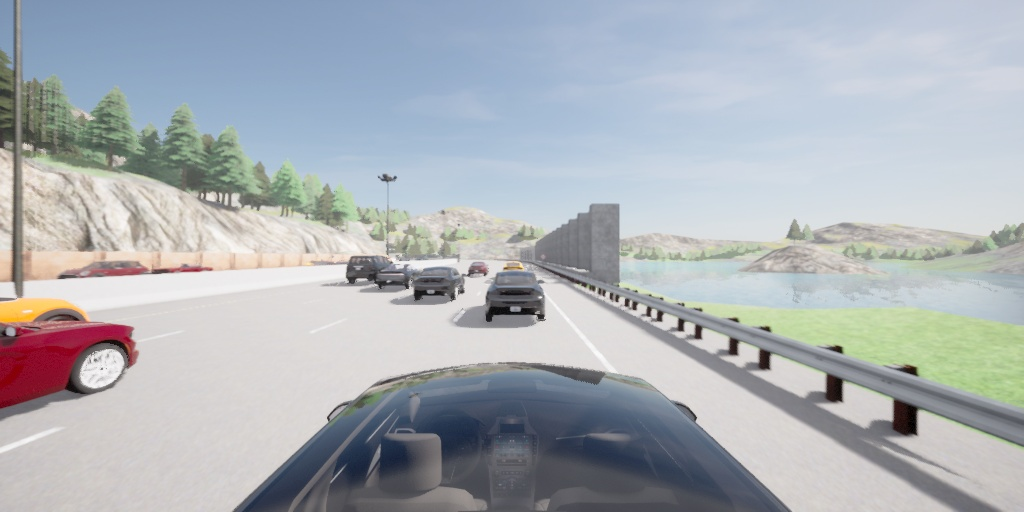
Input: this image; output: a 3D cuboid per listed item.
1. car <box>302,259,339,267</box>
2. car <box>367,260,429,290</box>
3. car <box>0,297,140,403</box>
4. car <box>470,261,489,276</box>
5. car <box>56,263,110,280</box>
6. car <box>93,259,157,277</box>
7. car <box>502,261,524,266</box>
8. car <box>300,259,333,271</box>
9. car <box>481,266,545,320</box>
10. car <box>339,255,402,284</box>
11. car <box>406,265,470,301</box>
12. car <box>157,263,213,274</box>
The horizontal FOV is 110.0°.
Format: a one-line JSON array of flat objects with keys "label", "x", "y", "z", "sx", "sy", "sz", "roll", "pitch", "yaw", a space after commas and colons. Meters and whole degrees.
[{"label": "car", "x": -21.032, "y": 1.276, "z": 39.872, "sx": 1.812, "sy": 1.442, "sz": 4.674, "roll": 0, "pitch": 0, "yaw": 1}, {"label": "car", "x": -6.904, "y": 1.242, "z": 22.567, "sx": 2.128, "sy": 1.511, "sz": 4.902, "roll": 0, "pitch": 0, "yaw": 0}, {"label": "car", "x": -6.899, "y": 1.227, "z": 3.629, "sx": 1.882, "sy": 1.535, "sz": 5.008, "roll": 0, "pitch": 0, "yaw": 0}, {"label": "car", "x": -3.382, "y": 1.277, "z": 36.670, "sx": 1.812, "sy": 1.442, "sz": 4.674, "roll": 0, "pitch": 0, "yaw": 0}, {"label": "car", "x": -10.401, "y": 1.102, "z": 6.016, "sx": 2.097, "sy": 1.767, "sz": 4.553, "roll": 0, "pitch": 0, "yaw": 0}, {"label": "car", "x": -28.098, "y": 1.101, "z": 24.847, "sx": 2.097, "sy": 1.767, "sz": 4.553, "roll": 0, "pitch": 0, "yaw": 0}, {"label": "car", "x": 0.097, "y": 1.229, "z": 32.441, "sx": 1.882, "sy": 1.535, "sz": 5.008, "roll": 0, "pitch": 0, "yaw": 0}, {"label": "car", "x": -27.758, "y": 1.229, "z": 51.140, "sx": 1.882, "sy": 1.535, "sz": 5.008, "roll": 0, "pitch": 1, "yaw": 2}, {"label": "car", "x": 0.100, "y": 1.255, "z": 12.558, "sx": 1.837, "sy": 1.490, "sz": 4.892, "roll": 0, "pitch": 0, "yaw": 0}, {"label": "car", "x": -10.404, "y": 0.972, "z": 26.906, "sx": 2.150, "sy": 2.045, "sz": 5.566, "roll": 0, "pitch": 0, "yaw": 0}, {"label": "car", "x": -3.405, "y": 1.255, "z": 17.464, "sx": 1.837, "sy": 1.490, "sz": 4.892, "roll": 0, "pitch": 0, "yaw": 0}, {"label": "car", "x": -31.580, "y": 1.351, "z": 34.457, "sx": 1.895, "sy": 1.301, "sz": 4.718, "roll": 0, "pitch": 0, "yaw": 0}]
